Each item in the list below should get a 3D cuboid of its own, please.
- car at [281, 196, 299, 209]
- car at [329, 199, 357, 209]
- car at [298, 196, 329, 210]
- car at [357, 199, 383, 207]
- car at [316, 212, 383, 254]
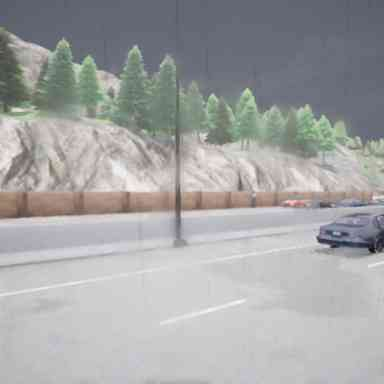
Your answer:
[{"bbox_3d":[14.110,1.374,44.950,4.553,1.767,2.097,0,0,-37],"label":"car"},{"bbox_3d":[18.817,1.528,39.692,4.674,1.442,1.812,0,0,-37],"label":"car"},{"bbox_3d":[16.134,1.505,42.091,4.902,1.511,2.128,0,0,-37],"label":"car"},{"bbox_3d":[20.864,1.484,36.900,4.902,1.511,2.128,0,0,-37],"label":"car"},{"bbox_3d":[7.275,1.547,13.528,5.357,1.411,2.033,0,0,-36],"label":"car"}]
